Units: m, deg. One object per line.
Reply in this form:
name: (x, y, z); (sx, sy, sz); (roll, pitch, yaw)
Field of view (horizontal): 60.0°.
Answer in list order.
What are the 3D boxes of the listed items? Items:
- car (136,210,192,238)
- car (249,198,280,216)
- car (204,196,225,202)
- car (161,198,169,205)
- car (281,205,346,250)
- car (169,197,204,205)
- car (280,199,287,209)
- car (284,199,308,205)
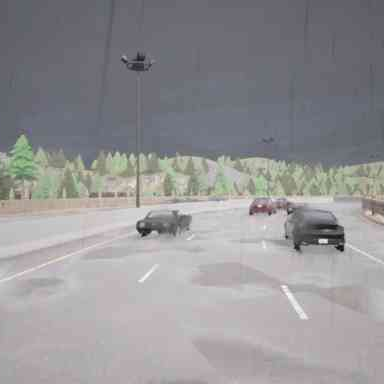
car: (-1.316, 1.612, 17.972); (1.895, 1.301, 4.718); (0, 0, 12)
car: (7.198, 1.352, 33.272); (2.097, 1.767, 4.553); (0, 0, 22)
car: (3.216, 1.415, 49.091); (2.097, 1.767, 4.553); (0, 0, 31)
car: (-2.934, 1.595, 52.406); (2.128, 1.511, 4.902); (0, 0, 31)
car: (5.108, 1.501, 14.265); (1.837, 1.490, 4.892); (0, 0, 10)
car: (-0.751, 1.572, 49.179); (2.128, 1.511, 4.902); (0, 0, 30)
car: (11.414, 1.549, 42.299); (2.033, 1.411, 5.357); (0, 0, 31)
car: (10.188, 1.585, 31.542); (1.895, 1.301, 4.718); (0, 0, 22)
